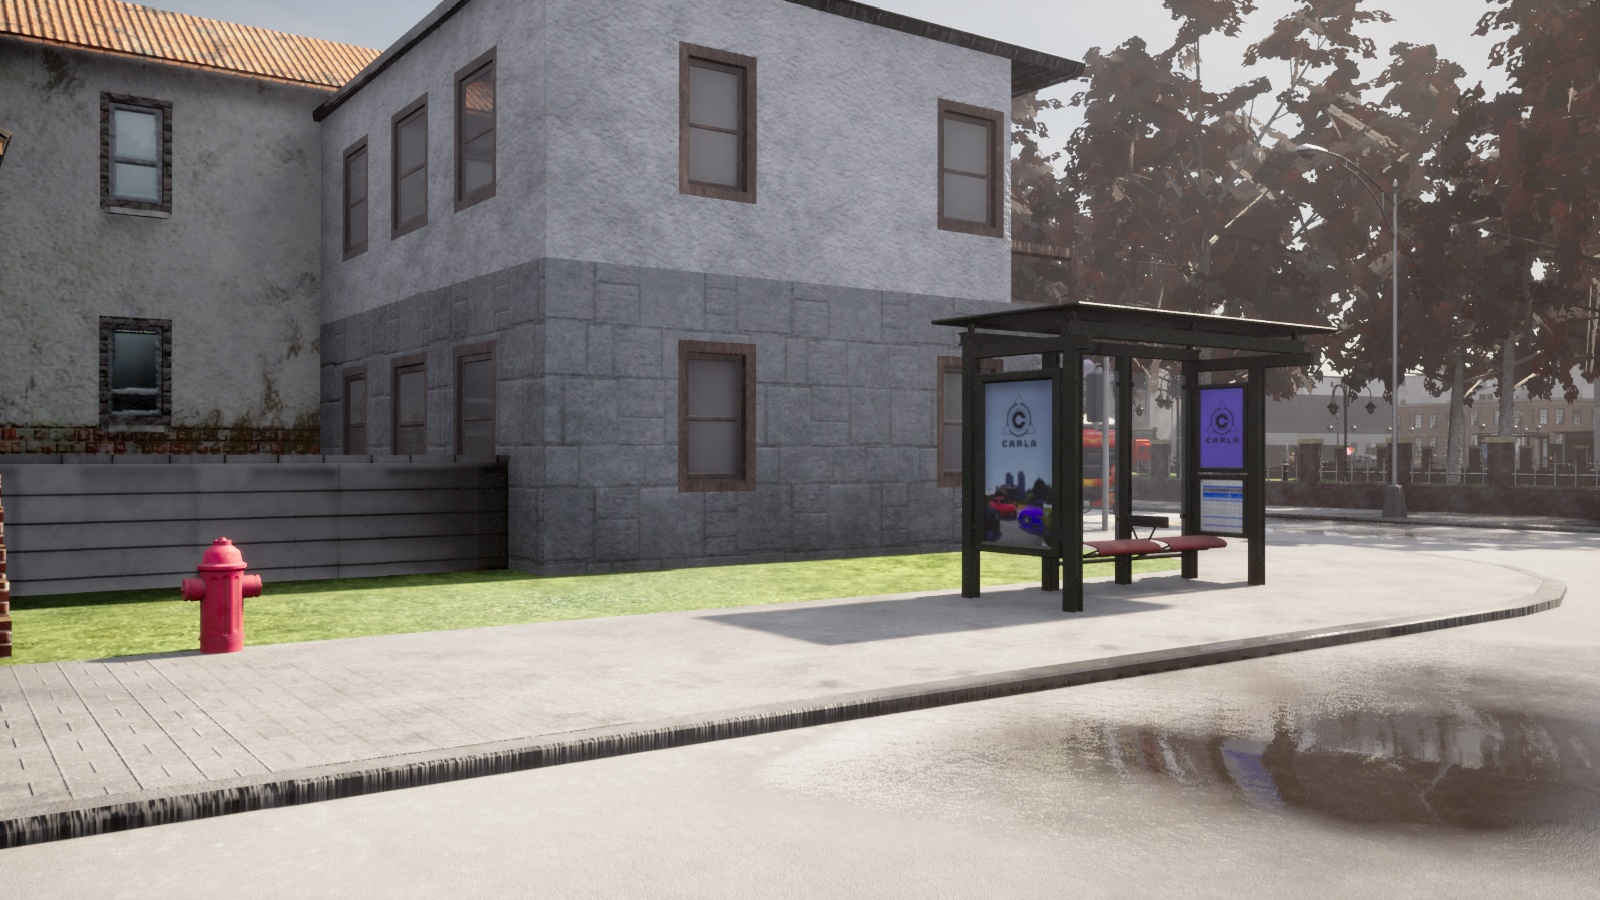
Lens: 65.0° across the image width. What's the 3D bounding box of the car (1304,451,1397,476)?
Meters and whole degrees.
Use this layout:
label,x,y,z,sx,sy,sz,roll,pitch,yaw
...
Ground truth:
label,x,y,z,sx,sy,sz,roll,pitch,yaw
car,34.260,0.820,78.319,2.128,1.511,4.902,0,0,-35
